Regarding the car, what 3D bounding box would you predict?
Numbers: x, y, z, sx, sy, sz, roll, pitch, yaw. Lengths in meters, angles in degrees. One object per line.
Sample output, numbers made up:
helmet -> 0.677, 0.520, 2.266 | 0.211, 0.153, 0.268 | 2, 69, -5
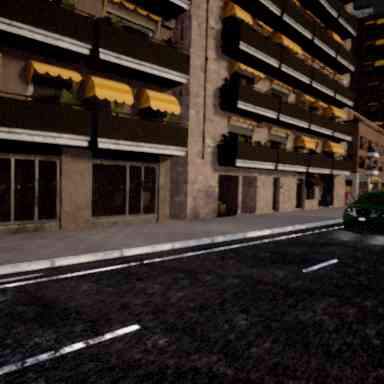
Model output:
car -> 10.393, 1.000, 18.485 | 2.150, 2.045, 5.566 | 3, 2, 45
